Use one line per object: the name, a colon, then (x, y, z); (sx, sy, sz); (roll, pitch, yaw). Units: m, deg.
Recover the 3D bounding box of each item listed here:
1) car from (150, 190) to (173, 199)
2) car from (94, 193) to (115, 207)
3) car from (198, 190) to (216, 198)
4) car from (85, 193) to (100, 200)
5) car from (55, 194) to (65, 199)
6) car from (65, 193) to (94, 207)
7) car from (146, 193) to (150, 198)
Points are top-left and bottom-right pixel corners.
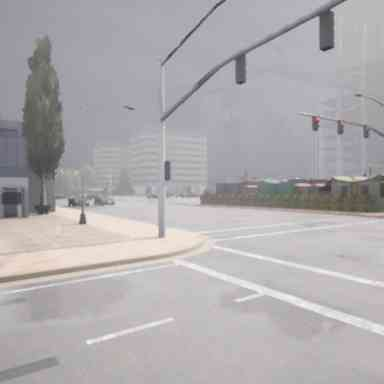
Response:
car: (-7.223, 0.608, 78.956); (3.866, 1.878, 1.905); (-1, 1, -34)
car: (-12.540, 1.254, 47.592); (2.128, 1.511, 4.902); (-1, 0, -32)
car: (3.781, 0.615, 62.707); (3.866, 1.878, 1.905); (-1, 1, -34)
car: (-23.070, 0.984, 77.053); (1.837, 1.490, 4.892); (-1, 1, -34)
car: (-34.949, 1.166, 88.237); (1.882, 1.535, 5.008); (-1, 1, -35)
car: (-15.647, 1.160, 45.957); (2.097, 1.767, 4.553); (-1, 1, -32)
car: (-8.796, 0.604, 81.385); (4.605, 1.855, 1.932); (-1, 1, -34)
